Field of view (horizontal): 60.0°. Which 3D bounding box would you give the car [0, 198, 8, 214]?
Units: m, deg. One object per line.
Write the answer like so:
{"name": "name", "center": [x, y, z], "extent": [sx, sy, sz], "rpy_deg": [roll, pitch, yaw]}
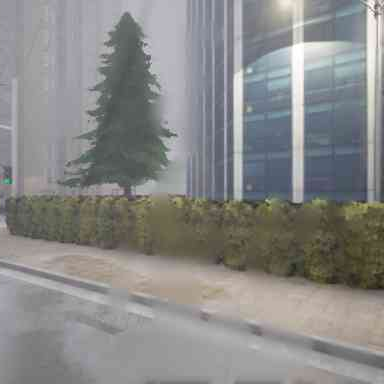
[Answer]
{"name": "car", "center": [-18.824, 1.352, 32.054], "extent": [2.097, 1.767, 4.553], "rpy_deg": [0, 0, 36]}
